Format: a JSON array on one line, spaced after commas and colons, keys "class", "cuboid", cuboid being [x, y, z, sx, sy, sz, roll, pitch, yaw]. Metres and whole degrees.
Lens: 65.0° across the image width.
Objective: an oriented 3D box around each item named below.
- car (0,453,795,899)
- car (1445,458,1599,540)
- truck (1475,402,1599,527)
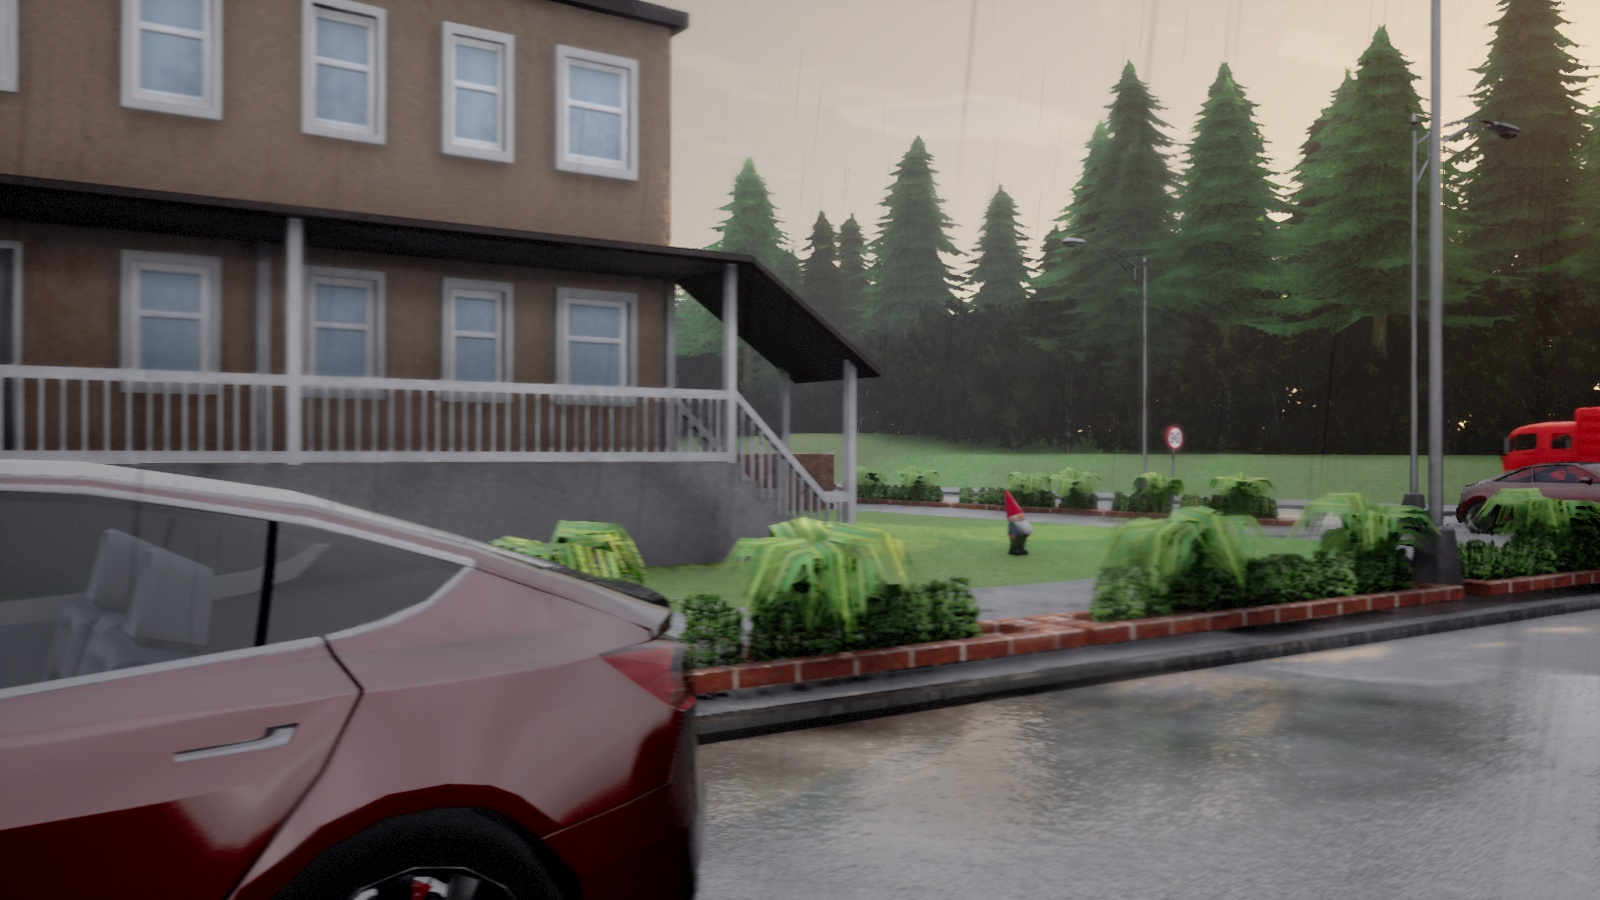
[{"class": "car", "cuboid": [-2.596, 0.756, 2.461, 4.792, 1.488, 2.163, 0, 0, -35]}, {"class": "car", "cuboid": [14.069, 0.835, 22.341, 1.994, 1.385, 4.181, 0, 0, -31]}, {"class": "truck", "cuboid": [16.938, 0.285, 25.382, 2.627, 2.467, 5.204, 0, 0, -30]}]
